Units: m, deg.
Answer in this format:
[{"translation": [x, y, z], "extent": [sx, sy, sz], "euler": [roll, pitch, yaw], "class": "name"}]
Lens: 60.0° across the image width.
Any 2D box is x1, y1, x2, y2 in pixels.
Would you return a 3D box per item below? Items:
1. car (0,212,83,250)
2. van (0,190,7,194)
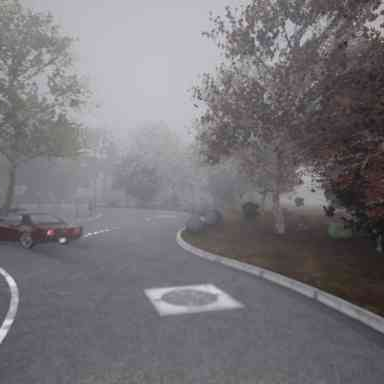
[{"translation": [-6.789, 1.478, 13.622], "extent": [4.718, 1.301, 1.895], "euler": [1, -1, 30], "class": "car"}, {"translation": [-31.023, 0.577, 51.216], "extent": [4.442, 1.987, 1.878], "euler": [2, 1, -41], "class": "van"}]
